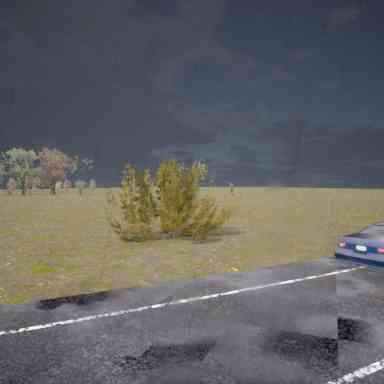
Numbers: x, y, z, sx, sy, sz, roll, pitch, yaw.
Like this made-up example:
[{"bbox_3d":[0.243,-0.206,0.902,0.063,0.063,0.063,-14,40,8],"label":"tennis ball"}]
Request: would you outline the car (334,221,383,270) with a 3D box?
[{"bbox_3d":[6.717,1.549,10.141,5.357,1.411,2.033,0,0,-29],"label":"car"}]
